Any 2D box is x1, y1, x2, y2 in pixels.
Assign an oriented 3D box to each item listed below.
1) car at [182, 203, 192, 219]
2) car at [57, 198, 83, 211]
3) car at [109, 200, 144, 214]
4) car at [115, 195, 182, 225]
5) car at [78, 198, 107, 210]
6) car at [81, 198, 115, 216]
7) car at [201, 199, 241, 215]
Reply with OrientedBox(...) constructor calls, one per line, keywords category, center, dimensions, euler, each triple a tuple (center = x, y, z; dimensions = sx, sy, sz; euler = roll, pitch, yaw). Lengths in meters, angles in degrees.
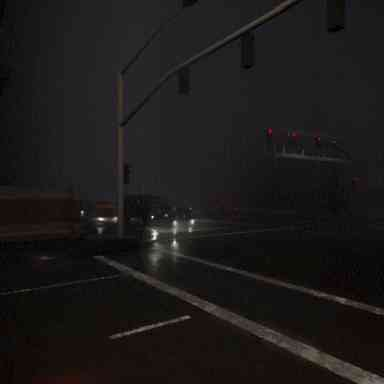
OrientedBox(category="car", center=(-1.918, 1.352, 28.581), dimensions=(2.097, 1.767, 4.553), euler=(0, 0, -36))
OrientedBox(category="car", center=(-15.090, 1.526, 40.941), dimensions=(1.812, 1.442, 4.674), euler=(0, 0, -35))
OrientedBox(category="car", center=(-7.161, 1.601, 35.880), dimensions=(1.895, 1.301, 4.718), euler=(0, 0, -36))
OrientedBox(category="car", center=(-3.334, 1.222, 24.549), dimensions=(2.150, 2.045, 5.566), euler=(0, 0, -36))
OrientedBox(category="car", center=(-13.364, 1.547, 44.531), dimensions=(2.033, 1.411, 5.357), euler=(0, 0, -36))
OrientedBox(category="car", center=(-9.095, 1.478, 32.574), dimensions=(1.882, 1.535, 5.008), euler=(0, 0, -36))
OrientedBox(category="car", center=(2.881, 1.477, 34.176), dimensions=(1.882, 1.535, 5.008), euler=(0, 0, -35))
